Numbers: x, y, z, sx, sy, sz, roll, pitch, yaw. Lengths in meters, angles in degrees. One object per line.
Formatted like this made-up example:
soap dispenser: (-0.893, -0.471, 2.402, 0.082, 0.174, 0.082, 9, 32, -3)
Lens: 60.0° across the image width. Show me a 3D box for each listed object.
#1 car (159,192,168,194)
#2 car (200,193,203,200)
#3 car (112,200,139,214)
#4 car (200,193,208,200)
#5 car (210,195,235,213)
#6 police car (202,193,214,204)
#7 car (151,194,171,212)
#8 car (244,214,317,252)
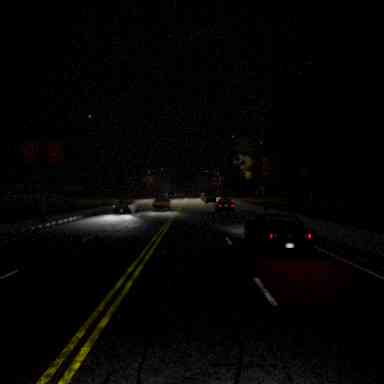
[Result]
car: (-6.495, 0.906, 74.813, 2.150, 2.045, 5.566, 0, 0, 0)
car: (3.255, 1.124, 68.276, 2.097, 1.767, 4.553, 0, 0, 0)
car: (-6.595, 1.443, 33.301, 1.895, 1.301, 4.718, 0, 0, 0)
car: (3.256, 1.202, 90.499, 1.801, 1.575, 5.366, 0, 0, 0)
car: (3.353, 1.385, 34.984, 2.033, 1.411, 5.357, 0, 0, 0)
police car: (3.254, 1.213, 57.415, 1.930, 1.638, 5.238, 0, 0, 0)
car: (-3.341, 1.309, 36.949, 1.882, 1.535, 5.008, 0, 0, 0)
car: (3.350, 1.529, 13.603, 1.895, 1.301, 4.718, 0, 0, 0)
